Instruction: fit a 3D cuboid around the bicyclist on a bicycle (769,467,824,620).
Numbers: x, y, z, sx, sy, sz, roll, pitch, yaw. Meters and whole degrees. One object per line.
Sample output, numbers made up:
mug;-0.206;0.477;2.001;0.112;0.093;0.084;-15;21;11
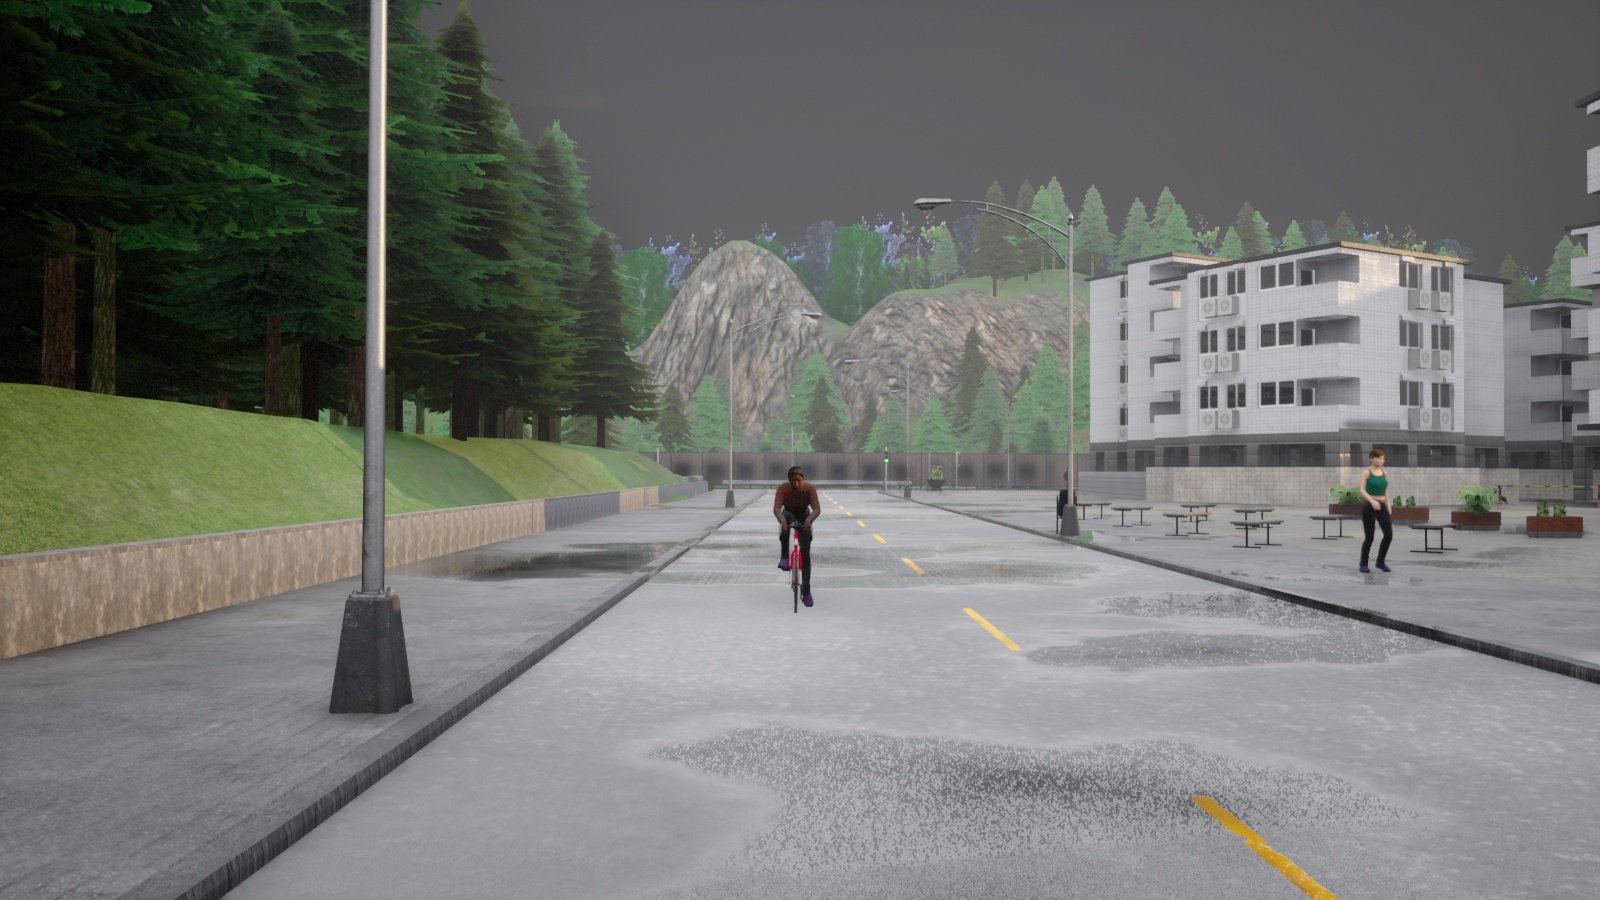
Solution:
bicyclist on a bicycle;-0.037;1.005;14.166;0.582;1.620;1.656;0;-1;0

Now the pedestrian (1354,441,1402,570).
pedestrian;8.383;0.796;18.229;0.345;1.836;0.594;0;-1;-7
